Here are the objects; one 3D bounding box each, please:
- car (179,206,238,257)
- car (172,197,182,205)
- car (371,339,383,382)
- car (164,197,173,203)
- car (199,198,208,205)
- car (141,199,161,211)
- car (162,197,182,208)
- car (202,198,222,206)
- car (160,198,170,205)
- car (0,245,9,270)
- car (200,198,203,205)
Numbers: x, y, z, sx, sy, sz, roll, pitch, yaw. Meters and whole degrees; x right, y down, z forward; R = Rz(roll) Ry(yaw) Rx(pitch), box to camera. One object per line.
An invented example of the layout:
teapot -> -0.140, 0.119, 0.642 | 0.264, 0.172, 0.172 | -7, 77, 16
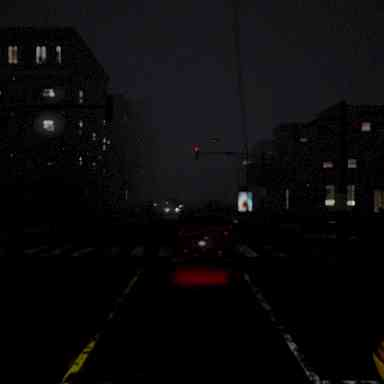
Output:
car -> 0.792, 1.567, 13.471 | 1.882, 1.535, 5.008 | 0, 0, 11
car -> -3.163, 1.900, 69.975 | 1.882, 1.535, 5.008 | 0, 0, 0
car -> 2.684, 1.535, 1.470 | 1.752, 1.417, 4.829 | 0, 0, 0
car -> -5.897, 2.045, 85.008 | 1.967, 1.590, 4.097 | -1, 0, 0
car -> 2.512, 2.065, 73.647 | 2.008, 1.369, 4.403 | -1, 0, 0
car -> -5.800, 1.851, 45.132 | 2.008, 1.369, 4.403 | 0, 0, 0
car -> -3.192, 1.722, 54.621 | 2.097, 1.767, 4.553 | 0, 0, 0
car -> 2.593, 1.700, 39.468 | 1.967, 1.590, 4.097 | 0, 0, 0
car -> -5.868, 2.038, 73.445 | 1.752, 1.417, 4.829 | 0, 0, 0
car -> -5.710, 1.569, 6.811 | 1.752, 1.417, 4.829 | 0, 0, 0
car -> 2.567, 1.924, 50.861 | 1.802, 1.307, 4.206 | 0, 0, 0
